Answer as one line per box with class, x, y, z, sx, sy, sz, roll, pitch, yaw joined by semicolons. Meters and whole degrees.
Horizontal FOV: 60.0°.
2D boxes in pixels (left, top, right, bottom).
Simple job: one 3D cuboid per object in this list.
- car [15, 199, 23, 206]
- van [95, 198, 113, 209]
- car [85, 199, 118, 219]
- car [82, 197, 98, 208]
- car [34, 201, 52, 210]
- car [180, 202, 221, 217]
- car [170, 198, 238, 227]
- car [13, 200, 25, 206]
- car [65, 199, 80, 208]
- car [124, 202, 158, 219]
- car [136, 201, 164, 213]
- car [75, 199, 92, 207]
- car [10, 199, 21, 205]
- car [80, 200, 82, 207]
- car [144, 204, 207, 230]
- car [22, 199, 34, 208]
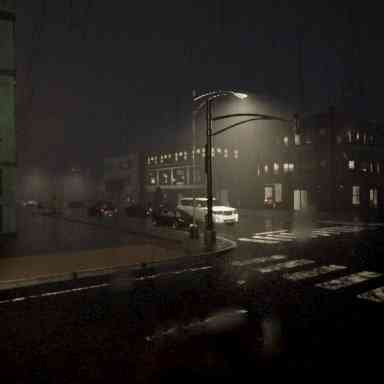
car;-38.208;2.380;75.099;1.967;1.590;4.097;-1;0;-36
van;-15.299;1.907;57.460;1.690;1.788;3.998;-1;0;-36
car;-9.237;1.846;34.574;1.967;1.590;4.097;-1;0;-36
car;-15.393;2.032;53.157;1.882;1.535;5.008;-1;0;-35
car;-25.231;2.232;56.950;1.752;1.417;4.829;-1;0;-36
car;0.801;1.810;34.947;2.008;1.369;4.403;-2;0;-36
car;0.956;1.443;24.784;2.150;2.045;5.566;-1;0;-35
car;-41.425;2.547;79.603;2.008;1.369;4.403;-1;0;-36
car;-21.453;2.230;61.637;1.994;1.385;4.181;-1;0;-36
car;-4.995;1.886;33.112;2.033;1.411;5.357;-1;0;-36
car;-5.636;1.966;43.952;1.802;1.307;4.206;-2;0;-36
car;-21.733;2.227;66.466;1.887;1.381;4.507;-1;0;-36
car;-44.644;2.597;84.104;1.887;1.381;4.507;-1;0;-36
car;-18.519;1.940;61.963;2.192;1.841;5.009;-1;0;-36
car;-1.262;1.815;23.215;1.947;1.339;4.313;-2;0;-36
car;-31.768;2.376;66.094;2.008;1.369;4.403;-1;0;-36
